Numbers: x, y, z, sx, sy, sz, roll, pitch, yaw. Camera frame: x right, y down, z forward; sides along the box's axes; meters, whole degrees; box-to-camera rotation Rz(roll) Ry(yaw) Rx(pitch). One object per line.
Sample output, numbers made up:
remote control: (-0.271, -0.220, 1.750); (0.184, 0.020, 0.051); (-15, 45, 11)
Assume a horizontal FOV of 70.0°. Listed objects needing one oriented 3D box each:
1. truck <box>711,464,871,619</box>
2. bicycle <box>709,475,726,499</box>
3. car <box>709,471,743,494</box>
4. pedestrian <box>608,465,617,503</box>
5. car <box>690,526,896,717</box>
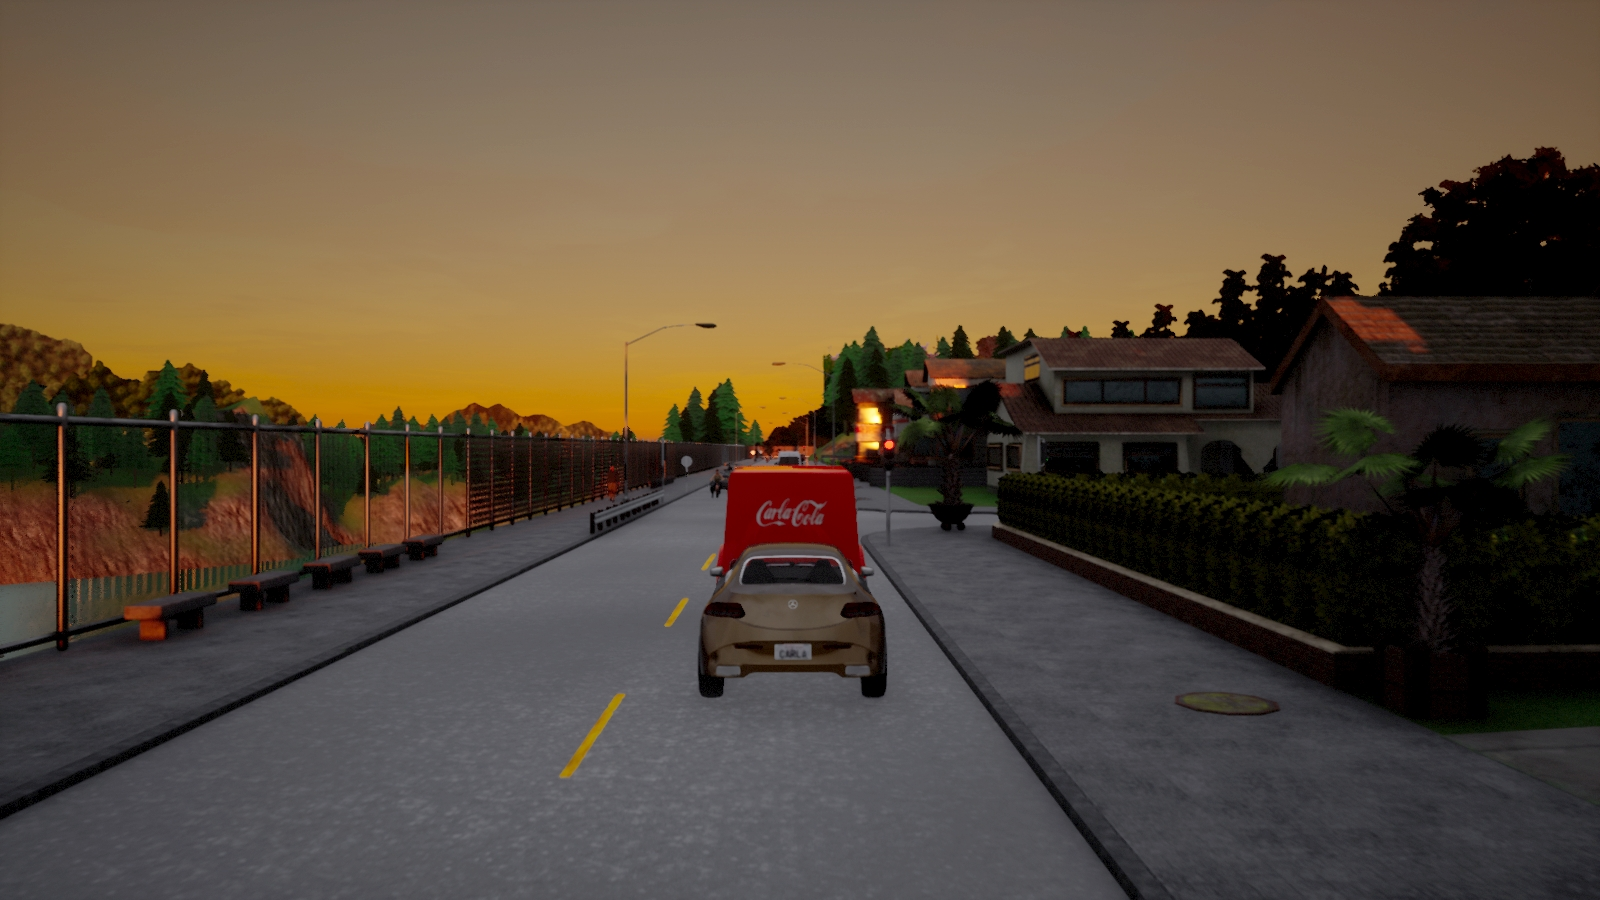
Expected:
truck: (-0.166, 1.526, 21.371); (2.627, 2.467, 5.204); (0, 0, -1)
bicycle: (-4.585, 2.037, 63.450); (0.859, 1.276, 1.487); (0, 0, -1)
car: (-4.682, 2.018, 72.454); (1.895, 1.301, 4.718); (0, 0, -1)
pedestrian: (-9.126, 1.639, 55.496); (0.375, 1.860, 0.375); (0, 0, 1)
car: (-0.099, 1.962, 14.451); (2.152, 1.651, 5.027); (0, 0, -1)
